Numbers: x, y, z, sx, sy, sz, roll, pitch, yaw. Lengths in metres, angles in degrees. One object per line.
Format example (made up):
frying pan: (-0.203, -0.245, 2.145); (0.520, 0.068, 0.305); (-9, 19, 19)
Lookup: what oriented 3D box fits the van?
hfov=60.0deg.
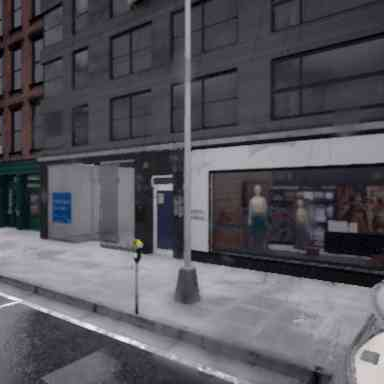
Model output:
van: (2.487, 1.341, 1.035); (3.998, 1.788, 1.690); (0, 0, 36)
